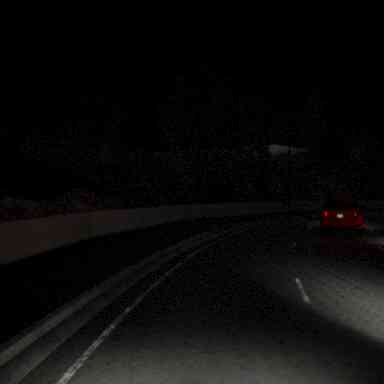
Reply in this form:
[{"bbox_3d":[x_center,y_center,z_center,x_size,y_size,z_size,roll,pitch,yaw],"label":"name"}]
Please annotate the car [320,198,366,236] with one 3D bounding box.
[{"bbox_3d":[8.972,1.361,19.737,2.150,2.045,5.566,0,0,27],"label":"car"}]
